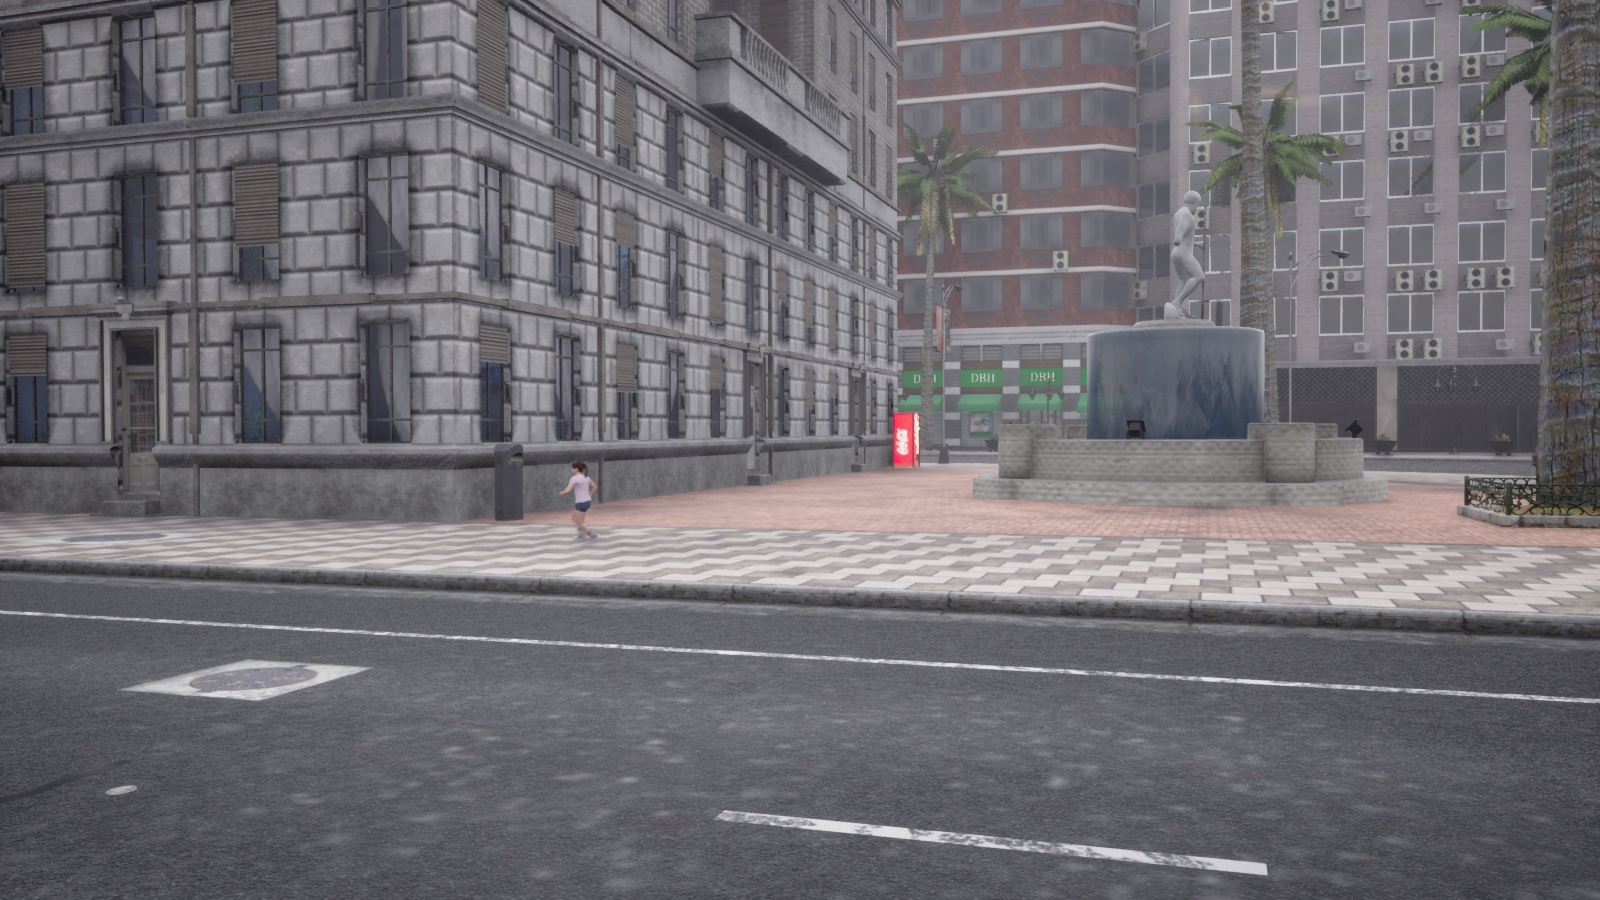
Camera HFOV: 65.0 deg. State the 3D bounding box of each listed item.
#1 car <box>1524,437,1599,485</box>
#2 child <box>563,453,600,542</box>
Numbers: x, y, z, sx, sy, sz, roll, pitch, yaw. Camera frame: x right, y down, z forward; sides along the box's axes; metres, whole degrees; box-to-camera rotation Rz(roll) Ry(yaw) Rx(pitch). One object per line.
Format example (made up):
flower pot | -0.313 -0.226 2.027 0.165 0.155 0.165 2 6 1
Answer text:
car | 24.979 0.331 38.431 1.812 1.442 4.674 0 1 -25
child | -2.772 0.598 15.946 0.394 1.110 0.255 1 1 21
